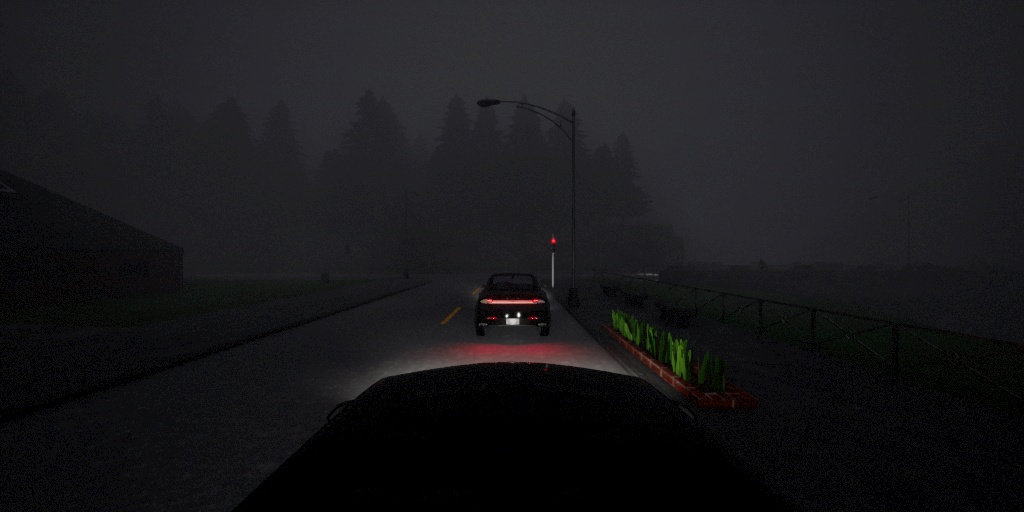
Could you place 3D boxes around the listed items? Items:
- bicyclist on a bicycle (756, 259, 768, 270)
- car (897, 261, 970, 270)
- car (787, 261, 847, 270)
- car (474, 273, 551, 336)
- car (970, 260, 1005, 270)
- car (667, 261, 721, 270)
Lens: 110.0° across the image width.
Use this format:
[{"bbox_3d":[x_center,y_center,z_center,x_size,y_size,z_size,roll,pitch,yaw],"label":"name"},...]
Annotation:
[{"bbox_3d":[21.220,1.099,30.390,0.582,1.620,1.656,0,0,0],"label":"bicyclist on a bicycle"},{"bbox_3d":[40.461,1.351,34.637,4.718,1.301,1.895,0,0,0],"label":"car"},{"bbox_3d":[32.866,1.298,38.754,5.357,1.411,2.033,0,0,0],"label":"car"},{"bbox_3d":[0.022,1.242,10.375,2.128,1.511,4.902,0,0,0],"label":"car"},{"bbox_3d":[49.682,1.228,38.621,5.008,1.535,1.882,0,0,0],"label":"car"},{"bbox_3d":[19.577,1.297,38.793,5.357,1.411,2.033,0,0,0],"label":"car"}]
